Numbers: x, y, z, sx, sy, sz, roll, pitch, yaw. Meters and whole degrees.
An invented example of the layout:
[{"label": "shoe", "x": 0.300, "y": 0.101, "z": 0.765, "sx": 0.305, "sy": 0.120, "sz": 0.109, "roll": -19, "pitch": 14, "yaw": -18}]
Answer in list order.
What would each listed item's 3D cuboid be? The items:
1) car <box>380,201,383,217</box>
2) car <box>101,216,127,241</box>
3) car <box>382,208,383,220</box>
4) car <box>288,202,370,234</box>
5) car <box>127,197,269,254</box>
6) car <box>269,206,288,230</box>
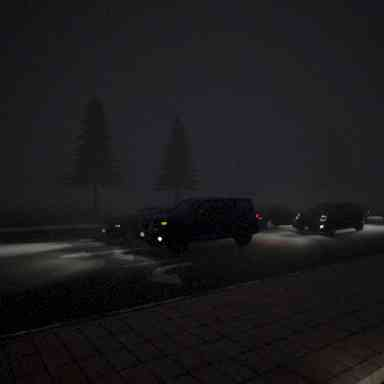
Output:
[{"label": "car", "x": 20.638, "y": 1.649, "z": 32.740, "sx": 4.892, "sy": 1.490, "sz": 1.837, "roll": 0, "pitch": 0, "yaw": -35}, {"label": "car", "x": -2.046, "y": 1.523, "z": 16.647, "sx": 4.902, "sy": 1.511, "sz": 2.128, "roll": 0, "pitch": 0, "yaw": -35}, {"label": "car", "x": 16.526, "y": 1.605, "z": 25.582, "sx": 4.902, "sy": 1.511, "sz": 2.128, "roll": 0, "pitch": 0, "yaw": -35}, {"label": "car", "x": 8.116, "y": 1.424, "z": 19.598, "sx": 4.553, "sy": 1.767, "sz": 2.097, "roll": 0, "pitch": 0, "yaw": -35}, {"label": "car", "x": 0.405, "y": 1.255, "z": 14.105, "sx": 5.566, "sy": 2.045, "sz": 2.150, "roll": 0, "pitch": 0, "yaw": -34}, {"label": "car", "x": 5.213, "y": 1.632, "z": 21.832, "sx": 4.181, "sy": 1.385, "sz": 1.994, "roll": 0, "pitch": 0, "yaw": -36}]
